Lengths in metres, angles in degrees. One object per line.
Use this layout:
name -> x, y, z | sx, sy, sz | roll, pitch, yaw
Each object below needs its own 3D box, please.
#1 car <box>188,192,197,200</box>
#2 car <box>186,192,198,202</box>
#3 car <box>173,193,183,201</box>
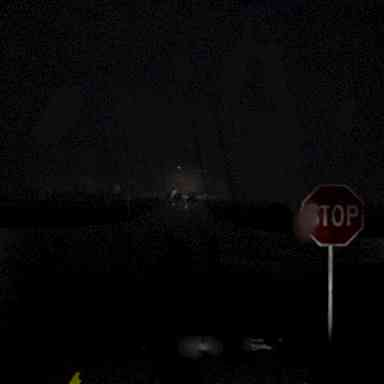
car -> 0.024, 0.799, 70.506 | 1.837, 1.490, 4.892 | 0, 1, 0
car -> 0.020, 1.104, 60.475 | 1.812, 1.442, 4.674 | 0, 1, 0
car -> -2.728, 0.972, 65.503 | 1.882, 1.535, 5.008 | 0, 1, 0
